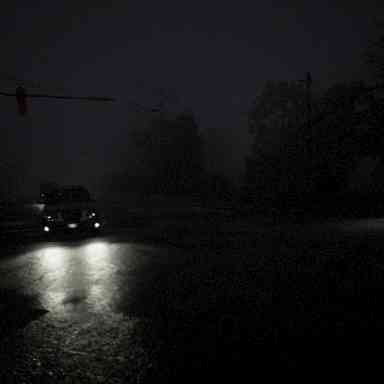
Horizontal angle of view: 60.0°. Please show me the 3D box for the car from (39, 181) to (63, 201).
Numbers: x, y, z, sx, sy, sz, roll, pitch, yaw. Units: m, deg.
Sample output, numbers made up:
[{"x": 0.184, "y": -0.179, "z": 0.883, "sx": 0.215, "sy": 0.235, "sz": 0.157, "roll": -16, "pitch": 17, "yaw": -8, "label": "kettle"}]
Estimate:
[{"x": -16.211, "y": -0.176, "z": 38.068, "sx": 2.150, "sy": 2.045, "sz": 5.566, "roll": -3, "pitch": 3, "yaw": -26, "label": "car"}]

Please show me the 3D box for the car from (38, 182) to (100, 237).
[{"x": -5.607, "y": 0.774, "z": 15.141, "sx": 2.150, "sy": 2.045, "sz": 5.566, "roll": -3, "pitch": 4, "yaw": -23, "label": "car"}]
